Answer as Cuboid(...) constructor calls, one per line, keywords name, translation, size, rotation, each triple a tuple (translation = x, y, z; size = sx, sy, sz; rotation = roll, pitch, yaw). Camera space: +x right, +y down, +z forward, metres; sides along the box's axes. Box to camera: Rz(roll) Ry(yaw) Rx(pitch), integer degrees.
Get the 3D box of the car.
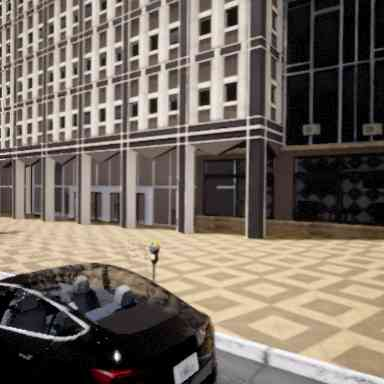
Cuboid(name="car", translation=(-1.740, 1.577, 4.102), size=(4.313, 1.339, 1.947), rotation=(0, 1, 36))
